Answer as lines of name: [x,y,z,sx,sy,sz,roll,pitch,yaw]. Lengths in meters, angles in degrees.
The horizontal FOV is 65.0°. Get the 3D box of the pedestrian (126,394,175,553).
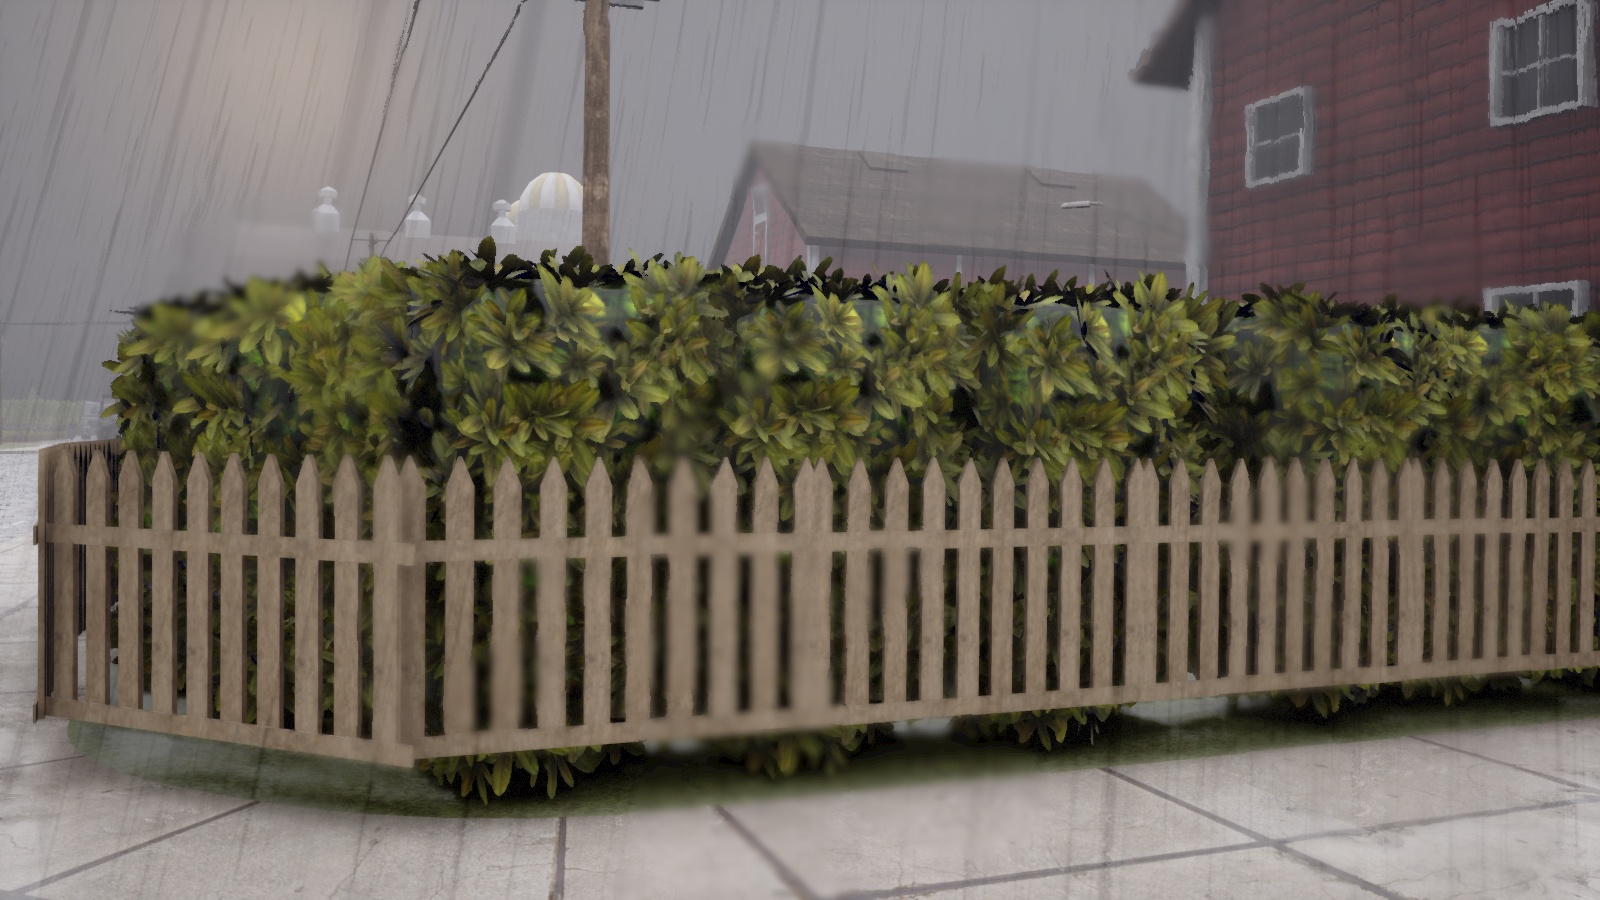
pedestrian: [-8.168,0.284,15.819,0.423,1.949,0.788,-1,1,-20]

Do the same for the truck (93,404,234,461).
truck: [-40.661,-1.107,80.296,7.936,3.462,2.891,-1,1,13]
